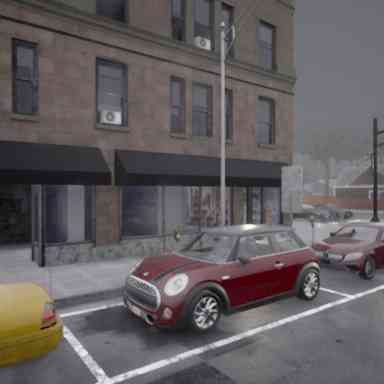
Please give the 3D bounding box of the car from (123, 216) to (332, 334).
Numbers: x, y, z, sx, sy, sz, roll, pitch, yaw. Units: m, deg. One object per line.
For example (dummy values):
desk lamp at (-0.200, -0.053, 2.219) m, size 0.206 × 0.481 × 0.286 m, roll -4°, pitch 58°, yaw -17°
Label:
car at (0.694, 1.438, 6.683) m, size 4.097 × 1.590 × 1.967 m, roll 0°, pitch 0°, yaw -36°

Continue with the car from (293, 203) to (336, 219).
car at (8.891, 1.613, 27.128) m, size 1.812 × 1.442 × 4.674 m, roll 0°, pitch 0°, yaw -36°

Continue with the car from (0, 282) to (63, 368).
car at (-3.934, 1.526, 3.374) m, size 4.829 × 1.417 × 1.752 m, roll 0°, pitch 0°, yaw -36°

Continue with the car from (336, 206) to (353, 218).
car at (11.661, 1.647, 28.837) m, size 1.994 × 1.385 × 4.181 m, roll 0°, pitch 0°, yaw -36°

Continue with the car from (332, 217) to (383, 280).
car at (5.184, 1.577, 9.893) m, size 4.206 × 1.307 × 1.802 m, roll 0°, pitch 0°, yaw -36°
